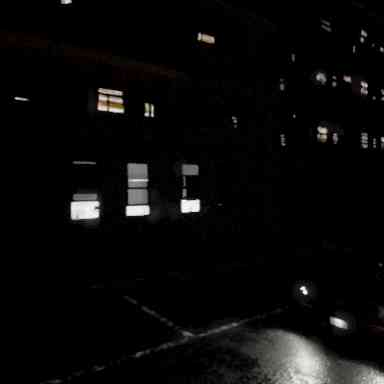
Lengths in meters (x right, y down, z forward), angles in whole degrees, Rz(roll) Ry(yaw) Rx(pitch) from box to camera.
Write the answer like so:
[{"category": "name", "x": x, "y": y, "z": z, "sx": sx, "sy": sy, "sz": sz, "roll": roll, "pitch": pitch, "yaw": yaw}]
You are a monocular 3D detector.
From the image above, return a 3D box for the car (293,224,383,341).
[{"category": "car", "x": 4.321, "y": 1.524, "z": 6.419, "sx": 5.357, "sy": 1.411, "sz": 2.033, "roll": 0, "pitch": 0, "yaw": -35}]

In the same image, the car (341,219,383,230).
[{"category": "car", "x": 5.926, "y": 1.546, "z": 10.759, "sx": 4.206, "sy": 1.307, "sz": 1.802, "roll": 0, "pitch": -1, "yaw": -35}]
